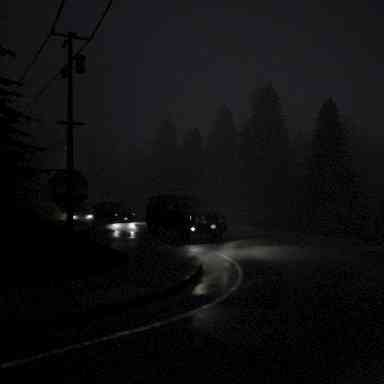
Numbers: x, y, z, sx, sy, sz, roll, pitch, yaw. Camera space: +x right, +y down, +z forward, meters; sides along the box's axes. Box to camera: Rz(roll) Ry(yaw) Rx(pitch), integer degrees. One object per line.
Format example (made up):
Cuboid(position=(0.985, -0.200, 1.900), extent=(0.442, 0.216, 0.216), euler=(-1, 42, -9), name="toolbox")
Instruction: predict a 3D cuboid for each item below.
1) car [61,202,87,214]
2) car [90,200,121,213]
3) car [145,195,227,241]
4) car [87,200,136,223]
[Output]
Cuboid(position=(-12.203, 1.449, 34.640), extent=(1.882, 1.535, 5.008), euler=(0, 0, -35), name="car")
Cuboid(position=(-9.925, 1.571, 37.838), extent=(1.895, 1.301, 4.718), euler=(0, 0, -34), name="car")
Cuboid(position=(-0.514, 1.184, 17.146), extent=(2.150, 2.045, 5.566), euler=(0, 0, -32), name="car")
Cuboid(position=(-6.173, 1.511, 25.812), extent=(2.033, 1.411, 5.357), euler=(0, 0, -34), name="car")
